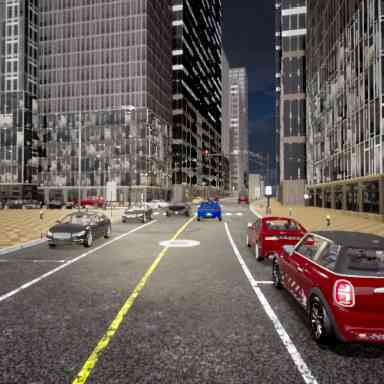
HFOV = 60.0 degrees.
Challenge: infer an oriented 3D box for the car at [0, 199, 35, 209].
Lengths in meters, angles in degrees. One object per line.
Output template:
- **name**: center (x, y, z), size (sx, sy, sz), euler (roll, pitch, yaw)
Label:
- **car**: center (-22.401, 1.653, 43.229), size (4.403, 1.369, 2.008), euler (0, -1, 13)

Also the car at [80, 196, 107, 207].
- **car**: center (-15.149, 1.534, 49.612), size (5.009, 1.841, 2.192), euler (0, -1, 13)

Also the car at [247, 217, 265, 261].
- **car**: center (3.006, 1.547, 11.979), size (1.887, 1.381, 4.507), euler (1, 0, 3)

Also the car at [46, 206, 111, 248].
- **car**: center (-4.881, 1.561, 14.887), size (2.008, 1.369, 4.403), euler (1, 0, 3)

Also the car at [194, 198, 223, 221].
- **car**: center (1.478, 1.494, 27.147), size (1.882, 1.535, 5.008), euler (0, 0, 5)

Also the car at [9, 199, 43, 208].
- **car**: center (-26.036, 1.833, 52.189), size (4.403, 1.369, 2.008), euler (0, -1, 13)

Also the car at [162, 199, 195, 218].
- **car**: center (-1.141, 1.589, 30.138), size (1.994, 1.385, 4.181), euler (0, 0, 6)

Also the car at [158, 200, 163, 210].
- **car**: center (-4.851, 1.695, 43.776), size (4.718, 1.301, 1.895), euler (-1, -1, 31)

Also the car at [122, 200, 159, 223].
- **car**: center (-4.130, 1.573, 25.678), size (2.008, 1.369, 4.403), euler (1, 0, 5)

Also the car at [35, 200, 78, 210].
- **car**: center (-16.960, 1.637, 41.939), size (4.313, 1.339, 1.947), euler (0, -1, 13)

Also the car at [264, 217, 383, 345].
- **car**: center (2.814, 1.441, 6.340), size (1.967, 1.590, 4.097), euler (1, 0, 2)

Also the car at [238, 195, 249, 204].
- **car**: center (10.076, 1.410, 65.095), size (2.192, 1.841, 5.009), euler (1, 0, 13)

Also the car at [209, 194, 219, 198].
- **car**: center (5.153, 1.490, 78.779), size (2.192, 1.841, 5.009), euler (1, 0, 14)

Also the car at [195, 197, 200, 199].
- **car**: center (1.159, 1.640, 62.540), size (1.752, 1.417, 4.829), euler (1, 0, 12)
